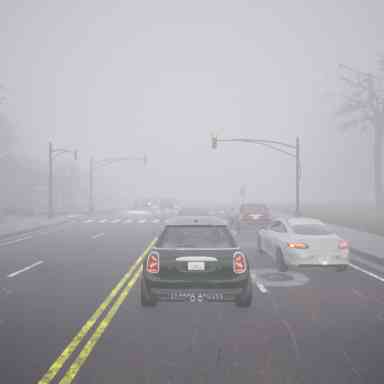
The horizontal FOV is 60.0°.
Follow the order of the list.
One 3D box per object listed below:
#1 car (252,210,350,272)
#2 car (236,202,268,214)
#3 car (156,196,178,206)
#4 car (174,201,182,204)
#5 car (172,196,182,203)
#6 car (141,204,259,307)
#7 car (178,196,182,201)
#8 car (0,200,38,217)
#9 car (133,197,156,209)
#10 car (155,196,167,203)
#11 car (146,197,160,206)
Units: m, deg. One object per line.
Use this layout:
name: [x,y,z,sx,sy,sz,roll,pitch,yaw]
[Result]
car: [3.351,1.525,10.674,1.812,1.442,4.674,0,0,0]
car: [3.342,1.351,19.468,2.097,1.767,4.553,0,0,0]
car: [-3.273,1.495,43.853,1.837,1.490,4.892,0,0,0]
car: [0.071,1.477,17.387,1.882,1.535,5.008,0,0,0]
car: [-3.132,1.494,69.471,1.812,1.442,4.674,0,0,0]
car: [0.090,1.352,8.122,2.097,1.767,4.553,0,0,0]
car: [-3.243,1.472,55.793,2.128,1.511,4.902,0,0,0]
car: [-16.665,1.516,30.215,4.902,1.511,2.128,0,0,-1]
car: [-6.531,1.482,44.018,2.128,1.511,4.902,0,0,1]
car: [-6.382,1.515,68.950,2.033,1.411,5.357,0,0,0]
car: [-6.489,1.581,55.804,1.895,1.301,4.718,0,0,0]
